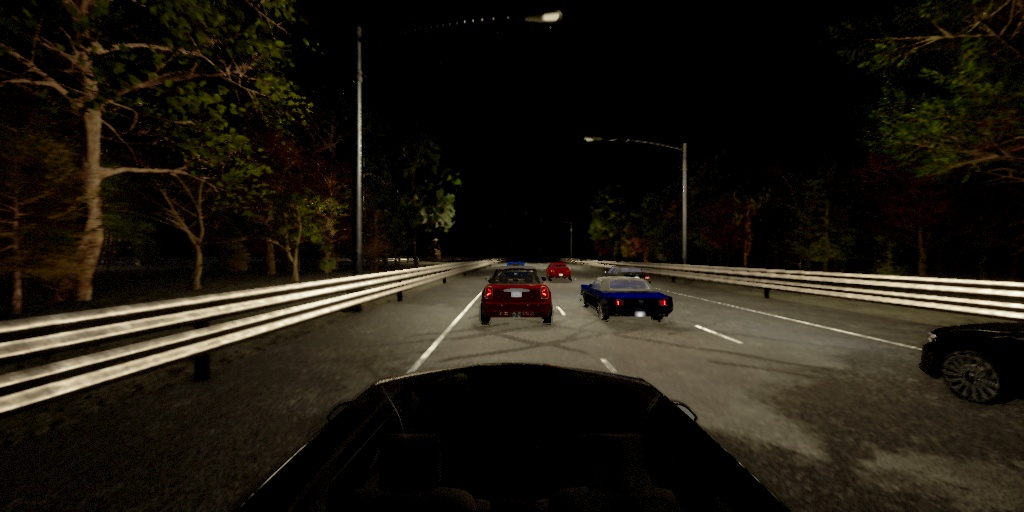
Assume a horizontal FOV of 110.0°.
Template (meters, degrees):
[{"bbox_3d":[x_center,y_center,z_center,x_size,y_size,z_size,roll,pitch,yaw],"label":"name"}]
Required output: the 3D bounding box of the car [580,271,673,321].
[{"bbox_3d":[3.637,1.353,12.356,1.895,1.301,4.718,0,0,0],"label":"car"}]

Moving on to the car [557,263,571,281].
[{"bbox_3d":[3.809,1.278,29.949,1.812,1.442,4.674,0,0,1],"label":"car"}]

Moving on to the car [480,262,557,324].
[{"bbox_3d":[0.140,1.103,12.190,2.097,1.767,4.553,0,0,0],"label":"car"}]

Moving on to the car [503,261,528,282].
[{"bbox_3d":[0.312,1.230,30.246,1.882,1.535,5.008,0,0,1],"label":"car"}]

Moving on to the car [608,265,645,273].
[{"bbox_3d":[7.224,1.300,23.150,2.033,1.411,5.357,0,0,1],"label":"car"}]

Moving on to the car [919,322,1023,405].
[{"bbox_3d":[7.109,1.243,3.384,2.128,1.511,4.902,0,0,0],"label":"car"}]
